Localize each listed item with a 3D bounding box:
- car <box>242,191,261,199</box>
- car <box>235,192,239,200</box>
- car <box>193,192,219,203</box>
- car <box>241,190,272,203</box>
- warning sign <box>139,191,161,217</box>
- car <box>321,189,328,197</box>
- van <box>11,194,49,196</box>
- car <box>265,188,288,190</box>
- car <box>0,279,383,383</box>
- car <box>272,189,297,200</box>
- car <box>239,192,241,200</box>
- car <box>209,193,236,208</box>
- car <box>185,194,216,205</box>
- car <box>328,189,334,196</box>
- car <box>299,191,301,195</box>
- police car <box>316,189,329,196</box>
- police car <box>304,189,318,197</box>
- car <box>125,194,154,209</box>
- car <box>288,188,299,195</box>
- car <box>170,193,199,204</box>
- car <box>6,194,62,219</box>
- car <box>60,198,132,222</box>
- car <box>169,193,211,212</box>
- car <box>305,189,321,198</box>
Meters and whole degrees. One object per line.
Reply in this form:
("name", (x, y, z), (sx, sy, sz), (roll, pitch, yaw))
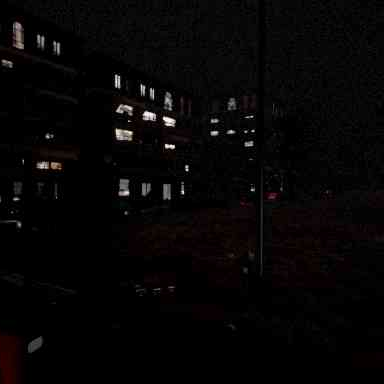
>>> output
("car", (11.603, 0.524, 65.002), (1.752, 1.417, 4.829), (2, 2, 35))
("car", (8.533, 0.649, 60.563), (1.947, 1.339, 4.313), (2, 2, 35))
("car", (2.198, 0.807, 51.401), (2.008, 1.369, 4.403), (2, 2, 35))
("car", (9.090, 0.876, 46.635), (2.008, 1.369, 4.403), (2, 2, 35))
("warning sign", (-3.130, 0.851, 24.821), (1.300, 1.860, 1.060), (-1, 0, 35))
("car", (28.094, 0.359, 74.118), (2.008, 1.369, 4.403), (2, 2, 35))
("van", (-13.636, 1.035, 28.493), (1.690, 1.788, 3.998), (2, 2, 35))
("car", (15.396, 0.550, 60.335), (1.882, 1.535, 5.008), (1, 1, 35))
("car", (-0.330, 1.544, 3.102), (4.507, 1.381, 1.887), (0, 0, 35))
("car", (15.522, 0.674, 55.936), (1.752, 1.417, 4.829), (2, 2, 35))
("car", (9.593, 0.832, 51.941), (1.895, 1.301, 4.718), (1, 1, 35))
("car", (2.756, 1.050, 37.474), (2.008, 1.369, 4.403), (2, 2, 35))
("car", (1.232, 0.963, 45.442), (1.895, 1.301, 4.718), (1, 1, 35))
("car", (34.430, 0.077, 83.277), (1.967, 1.590, 4.097), (2, 2, 35))
("car", (27.536, 0.113, 88.046), (1.887, 1.381, 4.507), (2, 2, 35))
("police car", (33.259, 0.037, 84.870), (1.930, 1.638, 5.238), (1, 1, 34))
("police car", (27.449, 0.189, 76.729), (1.930, 1.638, 5.238), (0, 1, 32))
("car", (-6.095, 1.042, 34.868), (1.882, 1.535, 5.008), (1, 1, 34))
("car", (24.371, -0.031, 83.459), (2.192, 1.841, 5.009), (2, 2, 35))
("car", (-0.969, 0.909, 46.821), (1.947, 1.339, 4.313), (2, 2, 35))
("car", (-11.884, 1.229, 26.504), (1.837, 1.490, 4.892), (1, 1, 35))
("car", (-6.746, 1.328, 23.734), (1.947, 1.339, 4.313), (2, 2, 35))
("car", (-0.412, 1.131, 32.893), (1.887, 1.381, 4.507), (2, 2, 35))
("car", (24.928, 0.445, 69.539), (2.008, 1.369, 4.403), (2, 2, 35))
